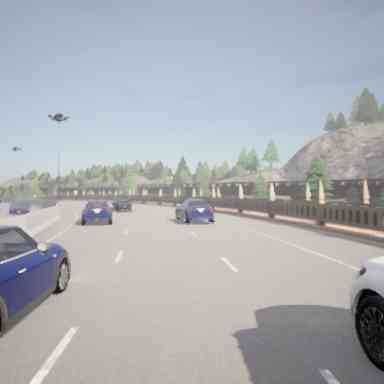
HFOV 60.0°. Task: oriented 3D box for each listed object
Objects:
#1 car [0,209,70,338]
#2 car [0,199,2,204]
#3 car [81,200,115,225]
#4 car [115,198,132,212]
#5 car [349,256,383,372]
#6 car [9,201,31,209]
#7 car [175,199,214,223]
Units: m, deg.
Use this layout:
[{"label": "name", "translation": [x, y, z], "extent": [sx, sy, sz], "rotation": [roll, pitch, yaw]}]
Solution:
[{"label": "car", "translation": [-3.808, 1.362, 5.947], "extent": [2.097, 1.767, 4.553], "rotation": [0, 0, -3]}, {"label": "car", "translation": [-41.066, 1.764, 69.617], "extent": [1.812, 1.442, 4.674], "rotation": [-1, 0, -38]}, {"label": "car", "translation": [-7.058, 1.362, 24.893], "extent": [2.097, 1.767, 4.553], "rotation": [0, 0, -15]}, {"label": "car", "translation": [-8.412, 1.490, 39.326], "extent": [2.128, 1.511, 4.902], "rotation": [0, 0, -23]}, {"label": "car", "translation": [3.416, 1.204, 2.484], "extent": [2.150, 2.045, 5.566], "rotation": [0, 0, -2]}, {"label": "car", "translation": [-18.482, 1.633, 35.868], "extent": [2.033, 1.411, 5.357], "rotation": [0, 0, -24]}, {"label": "car", "translation": [0.093, 1.316, 25.116], "extent": [2.097, 1.767, 4.553], "rotation": [0, 0, -14]}]
